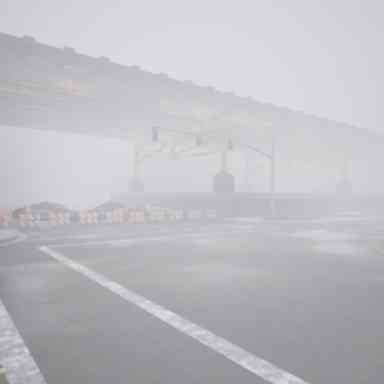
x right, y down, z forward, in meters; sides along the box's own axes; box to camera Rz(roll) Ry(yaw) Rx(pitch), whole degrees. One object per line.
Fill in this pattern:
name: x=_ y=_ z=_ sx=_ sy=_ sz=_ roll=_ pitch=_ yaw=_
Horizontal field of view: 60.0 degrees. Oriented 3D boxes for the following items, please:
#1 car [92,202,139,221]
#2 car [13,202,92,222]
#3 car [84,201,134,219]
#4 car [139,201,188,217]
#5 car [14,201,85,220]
car: x=-6.680 y=1.568 z=27.291 sx=2.038 sy=1.542 sz=4.974 roll=0 pitch=0 yaw=18
car: x=-10.424 y=1.515 z=24.605 sx=4.974 sy=1.542 sz=2.038 roll=0 pitch=0 yaw=8
car: x=-6.662 y=1.411 z=27.342 sx=1.853 sy=1.218 sz=4.536 roll=0 pitch=0 yaw=18
car: x=-2.820 y=1.470 z=31.046 sx=4.536 sy=1.218 sz=1.853 roll=1 pitch=0 yaw=-7
car: x=-10.474 y=1.357 z=24.613 sx=4.536 sy=1.218 sz=1.853 roll=0 pitch=0 yaw=8
